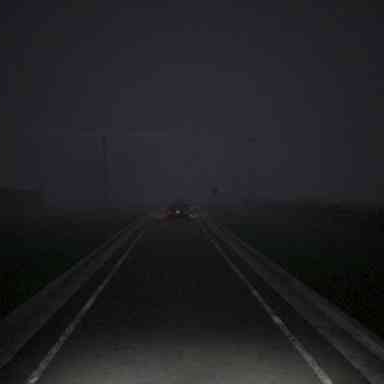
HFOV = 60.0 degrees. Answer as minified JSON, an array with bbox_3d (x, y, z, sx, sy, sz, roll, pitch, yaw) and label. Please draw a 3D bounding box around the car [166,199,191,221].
[{"bbox_3d":[-1.112,1.526,26.932,2.033,1.411,5.357,0,0,-1],"label":"car"}]
